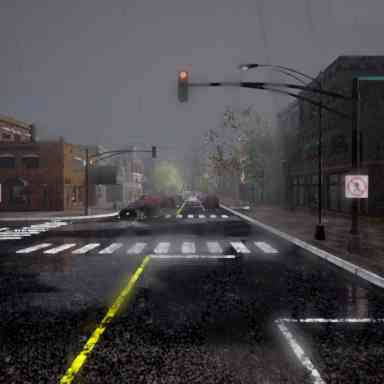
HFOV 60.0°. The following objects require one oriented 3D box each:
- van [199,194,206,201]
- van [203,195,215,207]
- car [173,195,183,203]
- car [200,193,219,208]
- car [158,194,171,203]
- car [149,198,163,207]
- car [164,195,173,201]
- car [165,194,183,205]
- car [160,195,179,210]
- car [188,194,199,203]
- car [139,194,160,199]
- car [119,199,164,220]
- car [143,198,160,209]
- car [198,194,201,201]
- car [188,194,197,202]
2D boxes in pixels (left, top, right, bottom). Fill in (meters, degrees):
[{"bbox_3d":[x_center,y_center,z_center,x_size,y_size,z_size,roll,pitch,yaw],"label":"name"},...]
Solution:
[{"bbox_3d":[2.728,1.313,85.735,1.690,1.788,3.998,-1,0,0],"label":"van"},{"bbox_3d":[2.712,1.325,52.471,1.690,1.788,3.998,-1,0,0],"label":"van"},{"bbox_3d":[-2.968,1.389,69.916,1.882,1.535,5.008,0,0,0],"label":"car"},{"bbox_3d":[2.709,1.301,46.927,2.192,1.841,5.009,-1,0,0],"label":"car"},{"bbox_3d":[-5.661,1.294,69.107,2.192,1.841,5.009,-1,0,0],"label":"car"},{"bbox_3d":[-5.667,1.566,52.475,1.802,1.307,4.206,-1,0,0],"label":"car"},{"bbox_3d":[-5.654,1.519,80.195,1.887,1.381,4.507,-1,0,0],"label":"car"},{"bbox_3d":[-2.997,1.475,56.861,2.128,1.511,4.902,0,0,1],"label":"car"},{"bbox_3d":[-3.062,1.465,44.016,1.882,1.535,5.008,0,0,0],"label":"car"},{"bbox_3d":[0.131,1.505,69.112,1.812,1.442,4.674,0,0,0],"label":"car"},{"bbox_3d":[-5.674,1.303,41.387,2.192,1.841,5.009,-1,0,0],"label":"car"},{"bbox_3d":[-4.455,1.567,28.594,1.994,1.385,4.181,0,0,20],"label":"car"},{"bbox_3d":[-5.670,1.531,46.930,1.887,1.381,4.507,-1,0,0],"label":"car"},{"bbox_3d":[2.719,1.531,63.559,2.008,1.369,4.403,-1,0,0],"label":"car"},{"bbox_3d":[0.039,1.330,79.249,2.097,1.767,4.553,0,0,0],"label":"car"}]
